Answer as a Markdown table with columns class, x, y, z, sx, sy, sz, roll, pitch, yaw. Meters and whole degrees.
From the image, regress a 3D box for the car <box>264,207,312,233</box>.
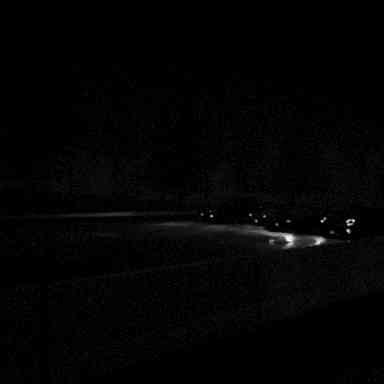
| class | x | y | z | sx | sy | sz | roll | pitch | yaw |
| --- | --- | --- | --- | --- | --- | --- | --- | --- | --- |
| car | 7.093 | 1.697 | 21.142 | 4.674 | 1.442 | 1.812 | 1 | 0 | -31 |

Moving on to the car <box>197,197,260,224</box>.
| class | x | y | z | sx | sy | sz | roll | pitch | yaw |
| --- | --- | --- | --- | --- | --- | --- | --- | --- | --- |
| car | 3.160 | 1.396 | 26.944 | 5.566 | 2.045 | 2.150 | 1 | -1 | -31 |

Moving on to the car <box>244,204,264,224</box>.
| class | x | y | z | sx | sy | sz | roll | pitch | yaw |
| --- | --- | --- | --- | --- | --- | --- | --- | --- | --- |
| car | 6.498 | 1.789 | 24.861 | 4.718 | 1.301 | 1.895 | 1 | 0 | -31 |

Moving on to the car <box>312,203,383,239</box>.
| class | x | y | z | sx | sy | sz | roll | pitch | yaw |
| --- | --- | --- | --- | --- | --- | --- | --- | --- | --- |
| car | 9.151 | 1.524 | 18.296 | 4.553 | 1.767 | 2.097 | 1 | 0 | -31 |
